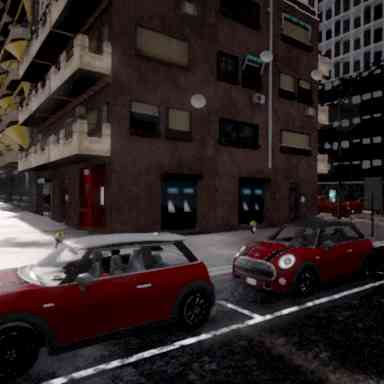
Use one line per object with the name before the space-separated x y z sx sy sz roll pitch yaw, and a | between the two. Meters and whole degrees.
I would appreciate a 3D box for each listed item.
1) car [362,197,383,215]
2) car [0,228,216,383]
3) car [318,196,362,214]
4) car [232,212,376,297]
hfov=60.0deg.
car | 18.591 1.358 34.567 2.192 1.841 5.009 2 0 -36
car | -1.654 1.456 5.379 4.097 1.590 1.967 1 0 -36
car | 11.849 1.260 29.592 2.192 1.841 5.009 2 0 -36
car | 2.972 1.509 8.678 4.097 1.590 1.967 1 0 -35
